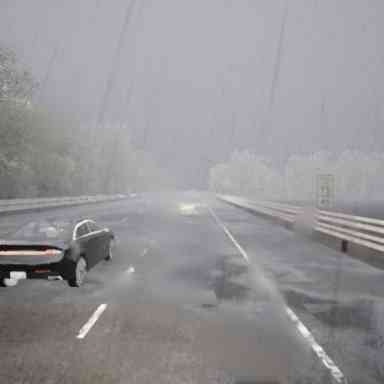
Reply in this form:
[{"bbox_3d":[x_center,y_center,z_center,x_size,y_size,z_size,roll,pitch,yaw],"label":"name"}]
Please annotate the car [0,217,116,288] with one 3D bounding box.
[{"bbox_3d":[-3.435,1.430,9.043,2.128,1.511,4.902,0,0,0],"label":"car"}]
